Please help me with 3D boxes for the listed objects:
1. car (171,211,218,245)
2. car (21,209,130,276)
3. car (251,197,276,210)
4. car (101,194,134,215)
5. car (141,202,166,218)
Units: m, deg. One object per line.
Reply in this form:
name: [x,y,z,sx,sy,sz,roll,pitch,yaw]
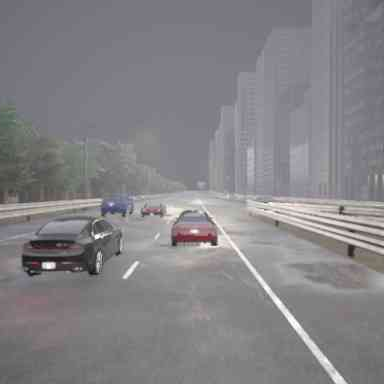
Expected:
car: [0.100,1.553,15.383,1.994,1.385,4.181,0,0,0]
car: [-3.399,1.497,10.318,1.837,1.490,4.892,0,0,0]
car: [9.071,1.368,42.535,2.097,1.767,4.553,0,0,-12]
car: [-6.898,1.206,31.094,2.150,2.045,5.566,0,0,0]
car: [-3.403,1.585,30.412,1.895,1.301,4.718,0,0,0]
